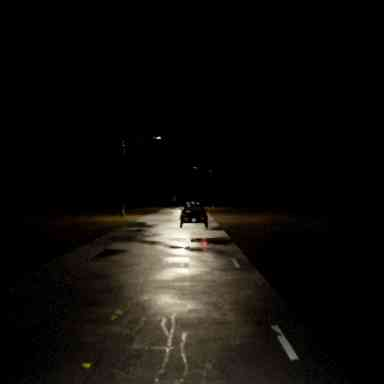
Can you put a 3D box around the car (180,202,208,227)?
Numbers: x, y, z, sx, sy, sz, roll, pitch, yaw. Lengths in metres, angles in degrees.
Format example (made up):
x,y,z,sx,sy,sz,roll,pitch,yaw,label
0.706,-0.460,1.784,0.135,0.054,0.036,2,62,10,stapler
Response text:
x,y,z,sx,sy,sz,roll,pitch,yaw,label
0.119,1.586,23.008,1.812,1.442,4.674,0,-1,0,car

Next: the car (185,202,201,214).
x,y,z,sx,sy,sz,roll,pitch,yaw,label
0.135,1.910,40.959,1.895,1.301,4.718,0,-1,0,car
